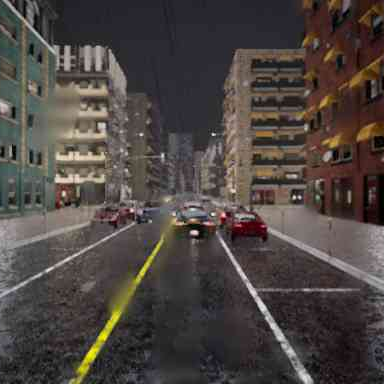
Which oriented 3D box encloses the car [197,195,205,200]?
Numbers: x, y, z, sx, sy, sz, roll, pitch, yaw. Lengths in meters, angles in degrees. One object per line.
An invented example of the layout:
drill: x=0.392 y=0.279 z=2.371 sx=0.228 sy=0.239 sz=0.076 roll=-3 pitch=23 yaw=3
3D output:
car: x=2.510 y=1.519 z=93.936 sx=2.008 sy=1.369 sz=4.403 roll=1 pitch=0 yaw=0

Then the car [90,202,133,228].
car: x=-5.326 y=1.576 z=21.784 sx=1.802 sy=1.307 sz=4.206 roll=1 pitch=0 yaw=0

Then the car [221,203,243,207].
car: x=2.561 y=1.435 z=21.812 sx=1.967 sy=1.590 sz=4.097 roll=1 pitch=0 yaw=0

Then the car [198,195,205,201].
car: x=2.514 y=1.516 z=88.266 sx=1.887 sy=1.381 sz=4.507 roll=1 pitch=0 yaw=0

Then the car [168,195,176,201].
car: x=-5.366 y=1.515 z=88.230 sx=1.887 sy=1.381 sz=4.507 roll=1 pitch=0 yaw=0

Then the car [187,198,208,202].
car: x=0.047 y=1.471 z=26.697 sx=1.882 sy=1.535 sz=5.008 roll=0 pitch=0 yaw=0

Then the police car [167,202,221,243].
police car: x=0.087 y=1.502 z=16.235 sx=2.038 sy=1.542 sz=4.974 roll=0 pitch=0 yaw=0

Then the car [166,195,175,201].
car: x=-5.362 y=1.539 z=82.560 sx=1.947 sy=1.339 sz=4.313 roll=1 pitch=0 yaw=0

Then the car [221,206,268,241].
car: x=2.563 y=1.578 z=16.263 sx=1.802 sy=1.307 sz=4.206 roll=1 pitch=0 yaw=0

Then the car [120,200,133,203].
car: x=-5.332 y=1.433 z=27.333 sx=1.967 sy=1.590 sz=4.097 roll=1 pitch=0 yaw=0

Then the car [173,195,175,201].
car: x=-5.358 y=1.501 z=76.718 sx=1.752 sy=1.417 sz=4.829 roll=1 pitch=0 yaw=0

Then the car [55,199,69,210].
car: x=-17.588 y=1.223 z=38.836 sx=5.009 sy=1.841 sz=2.192 roll=0 pitch=-1 yaw=0

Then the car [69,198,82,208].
car: x=-17.655 y=1.569 z=46.712 sx=4.313 sy=1.339 sz=1.947 roll=0 pitch=-1 yaw=0

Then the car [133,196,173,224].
car: x=-2.767 y=1.398 z=24.646 sx=2.097 sy=1.767 sz=4.553 roll=0 pitch=0 yaw=0

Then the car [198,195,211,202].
car: x=2.533 y=1.533 z=59.911 sx=2.008 sy=1.369 sz=4.403 roll=1 pitch=0 yaw=0
